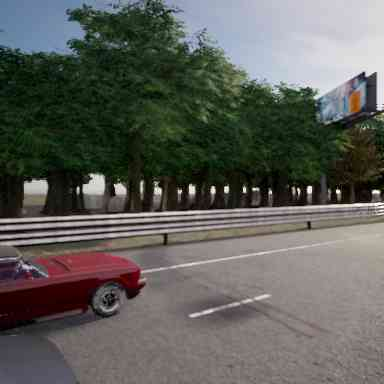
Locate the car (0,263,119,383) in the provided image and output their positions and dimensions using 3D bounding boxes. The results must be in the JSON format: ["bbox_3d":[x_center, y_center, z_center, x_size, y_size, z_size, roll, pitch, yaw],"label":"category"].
[{"bbox_3d":[-3.209,1.550,1.451,5.357,1.411,2.033,0,0,-35],"label":"car"}]

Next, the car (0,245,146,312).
[{"bbox_3d":[-3.226,1.600,5.745,4.718,1.301,1.895,0,0,-36],"label":"car"}]
